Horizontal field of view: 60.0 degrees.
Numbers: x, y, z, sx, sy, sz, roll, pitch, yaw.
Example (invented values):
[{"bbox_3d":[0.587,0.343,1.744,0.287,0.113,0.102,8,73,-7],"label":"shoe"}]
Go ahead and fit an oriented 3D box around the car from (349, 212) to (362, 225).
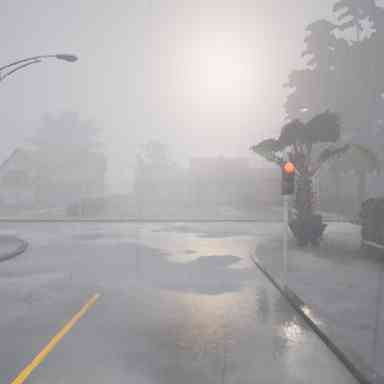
[{"bbox_3d":[12.012,1.474,19.141,5.357,1.411,2.033,0,0,0],"label":"car"}]
